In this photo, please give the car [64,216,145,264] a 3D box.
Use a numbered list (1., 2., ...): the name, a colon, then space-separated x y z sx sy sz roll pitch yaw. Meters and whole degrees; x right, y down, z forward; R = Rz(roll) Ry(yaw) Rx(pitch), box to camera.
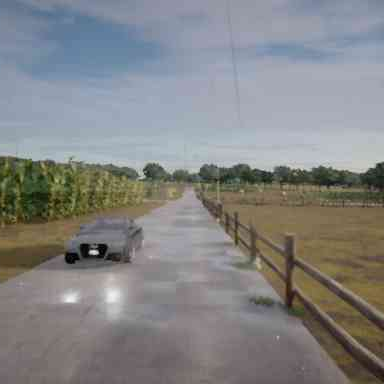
1. car: -2.843 1.546 11.598 1.994 1.385 4.181 0 0 0
